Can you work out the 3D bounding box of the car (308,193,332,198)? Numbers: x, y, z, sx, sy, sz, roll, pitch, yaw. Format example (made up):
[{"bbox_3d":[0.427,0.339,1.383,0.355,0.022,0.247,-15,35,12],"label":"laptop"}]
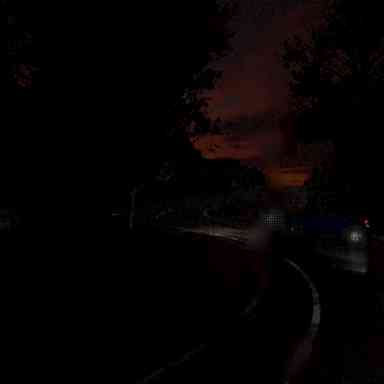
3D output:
[{"bbox_3d":[17.813,1.359,46.653,1.837,1.490,4.892,1,1,13],"label":"car"}]

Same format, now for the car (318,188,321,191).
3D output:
[{"bbox_3d":[31.736,0.557,75.588,4.674,1.452,2.002,1,2,17],"label":"car"}]

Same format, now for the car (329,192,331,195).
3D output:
[{"bbox_3d":[25.431,1.223,54.307,4.792,1.488,2.163,1,2,17],"label":"car"}]

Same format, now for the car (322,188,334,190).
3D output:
[{"bbox_3d":[29.394,0.644,67.595,4.553,1.767,2.185,1,2,17],"label":"car"}]

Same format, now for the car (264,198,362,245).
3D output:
[{"bbox_3d":[5.736,1.308,15.455,4.553,1.767,2.097,2,0,22],"label":"car"}]

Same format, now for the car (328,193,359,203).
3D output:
[{"bbox_3d":[27.015,1.053,59.625,4.792,1.488,2.163,1,2,17],"label":"car"}]

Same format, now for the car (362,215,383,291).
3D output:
[{"bbox_3d":[4.941,1.352,6.627,2.097,1.767,4.553,1,0,20],"label":"car"}]

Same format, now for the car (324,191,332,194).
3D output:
[{"bbox_3d":[26.018,1.102,57.028,5.366,1.575,1.946,1,2,17],"label":"car"}]

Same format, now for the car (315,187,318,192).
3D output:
[{"bbox_3d":[34.087,0.297,83.570,4.792,1.488,2.163,1,2,17],"label":"car"}]

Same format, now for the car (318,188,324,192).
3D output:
[{"bbox_3d":[30.942,0.601,72.927,5.008,1.535,2.097,1,2,17],"label":"car"}]

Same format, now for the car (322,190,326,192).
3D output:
[{"bbox_3d":[28.577,0.853,64.947,5.008,1.535,2.097,1,2,17],"label":"car"}]

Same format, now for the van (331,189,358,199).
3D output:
[{"bbox_3d":[24.501,1.051,51.683,4.442,1.987,1.878,1,2,17],"label":"van"}]

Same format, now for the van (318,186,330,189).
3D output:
[{"bbox_3d":[32.644,0.210,78.203,4.442,1.987,1.878,1,2,17],"label":"van"}]
